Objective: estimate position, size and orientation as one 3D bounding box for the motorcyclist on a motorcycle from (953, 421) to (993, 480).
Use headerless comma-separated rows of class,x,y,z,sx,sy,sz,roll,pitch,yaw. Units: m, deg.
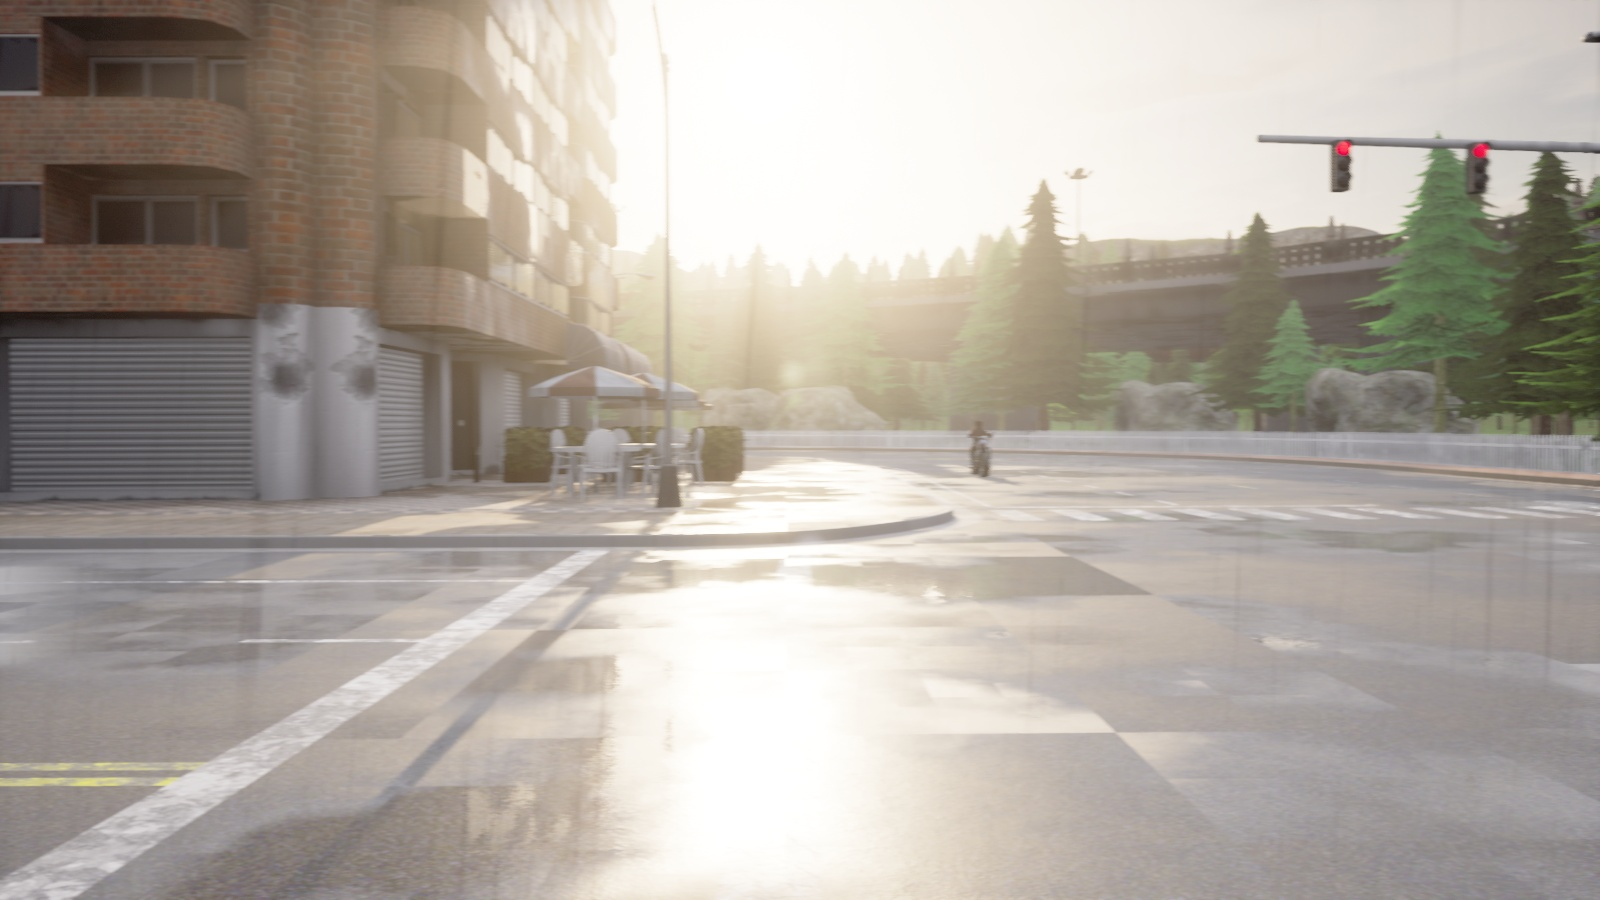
motorcyclist on a motorcycle,4.954,-0.010,36.023,0.766,1.649,2.350,0,1,-1
